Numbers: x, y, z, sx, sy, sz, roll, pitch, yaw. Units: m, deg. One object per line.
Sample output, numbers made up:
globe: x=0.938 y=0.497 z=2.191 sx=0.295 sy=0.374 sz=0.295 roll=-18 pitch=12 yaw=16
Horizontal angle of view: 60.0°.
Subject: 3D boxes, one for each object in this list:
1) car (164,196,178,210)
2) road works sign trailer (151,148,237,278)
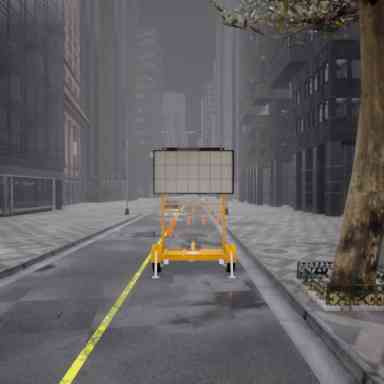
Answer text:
car: x=-2.867 y=1.618 z=44.085 sx=1.994 sy=1.385 sz=4.181 roll=0 pitch=0 yaw=0
road works sign trailer: x=0.044 y=0.465 z=10.091 sx=2.380 sy=3.560 sz=2.880 roll=0 pitch=0 yaw=0
